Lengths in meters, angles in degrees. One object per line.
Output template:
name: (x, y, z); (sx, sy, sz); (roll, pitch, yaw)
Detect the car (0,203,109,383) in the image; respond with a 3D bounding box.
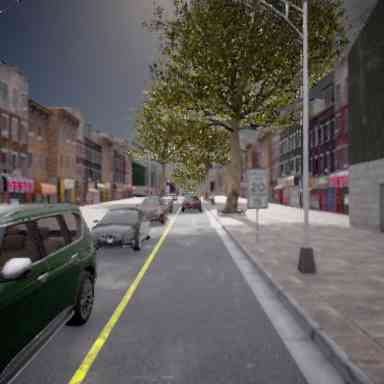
car: (-2.837, 1.219, 4.125); (2.150, 2.045, 5.566); (0, 0, 0)

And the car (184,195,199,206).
car: (-0.013, 1.209, 47.131); (1.994, 1.385, 4.181); (0, 1, 1)

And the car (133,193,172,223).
car: (-2.832, 1.208, 23.676); (2.097, 1.767, 4.553); (0, 1, 0)

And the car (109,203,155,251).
car: (-2.852, 1.452, 13.993); (1.837, 1.490, 4.892); (0, 1, 0)

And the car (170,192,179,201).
car: (-2.779, 0.743, 46.064); (1.882, 1.535, 5.008); (0, 0, 0)

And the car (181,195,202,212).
car: (-0.022, 1.101, 35.086); (2.097, 1.767, 4.553); (0, 0, 0)

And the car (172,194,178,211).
car: (-2.825, 1.252, 33.546); (2.128, 1.511, 4.902); (0, 1, 0)
